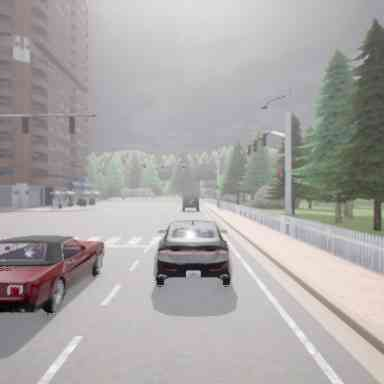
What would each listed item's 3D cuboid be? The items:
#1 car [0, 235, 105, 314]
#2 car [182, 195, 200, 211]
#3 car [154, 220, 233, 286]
[{"bbox_3d":[-3.451,1.640,7.651,1.895,1.301,4.718,0,0,0],"label":"car"},{"bbox_3d":[-0.159,1.441,43.544,2.150,2.045,5.566,0,0,-1],"label":"car"},{"bbox_3d":[0.025,1.541,9.539,2.128,1.511,4.902,0,0,0],"label":"car"}]
